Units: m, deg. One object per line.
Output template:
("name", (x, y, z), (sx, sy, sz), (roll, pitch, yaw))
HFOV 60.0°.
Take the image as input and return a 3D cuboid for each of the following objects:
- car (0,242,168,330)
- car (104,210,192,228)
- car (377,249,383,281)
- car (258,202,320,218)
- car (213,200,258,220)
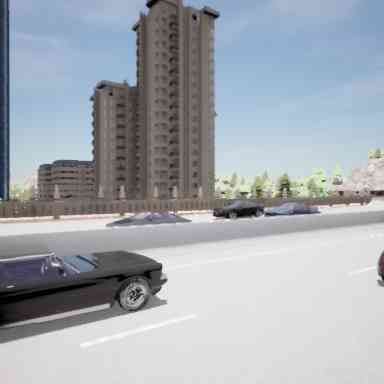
("car", (-2.824, 1.601, 6.032), (4.718, 1.301, 1.895), (0, 0, -36))
("car", (-1.974, 1.563, 15.484), (4.181, 1.385, 1.994), (0, 0, -36))
("car", (6.550, 1.564, 8.422), (4.181, 1.385, 1.994), (0, 0, -36))
("car", (8.224, 1.558, 27.062), (5.357, 1.411, 2.033), (0, 0, -36))
("car", (4.028, 1.485, 28.368), (5.008, 1.535, 1.882), (0, 0, -36))
